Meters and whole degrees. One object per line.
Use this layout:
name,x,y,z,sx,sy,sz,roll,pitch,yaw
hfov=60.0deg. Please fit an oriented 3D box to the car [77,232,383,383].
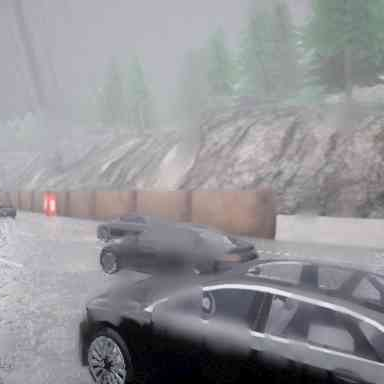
car,0.791,1.504,3.514,4.902,1.511,2.128,0,0,36

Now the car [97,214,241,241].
car,-0.473,1.543,8.835,4.674,1.442,1.812,0,0,37

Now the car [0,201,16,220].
car,-16.069,1.477,27.424,2.128,1.511,4.902,0,0,-45

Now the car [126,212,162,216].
car,-2.370,1.585,14.814,4.181,1.385,1.994,0,0,39
